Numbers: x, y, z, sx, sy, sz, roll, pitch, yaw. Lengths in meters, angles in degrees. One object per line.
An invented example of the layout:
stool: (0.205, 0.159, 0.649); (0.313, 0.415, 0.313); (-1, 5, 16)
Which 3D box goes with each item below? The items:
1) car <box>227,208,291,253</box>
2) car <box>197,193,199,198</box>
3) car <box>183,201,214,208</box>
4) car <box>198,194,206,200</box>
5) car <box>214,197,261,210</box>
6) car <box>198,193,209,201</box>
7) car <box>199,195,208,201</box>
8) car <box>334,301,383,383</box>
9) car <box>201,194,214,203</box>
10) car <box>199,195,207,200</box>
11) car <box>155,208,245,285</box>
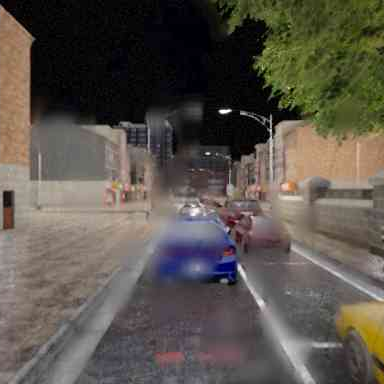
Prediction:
car: (2.644, 1.517, 13.096); (1.802, 1.307, 4.206); (1, 0, 0)
car: (2.640, 1.080, 66.724); (2.192, 1.841, 5.009); (1, 0, 0)
car: (0.098, 1.455, 19.290); (2.033, 1.411, 5.357); (0, 0, 0)
car: (2.635, 1.286, 88.474); (2.008, 1.369, 4.403); (0, 0, 0)
car: (2.647, 1.226, 18.544); (2.192, 1.841, 5.009); (1, 0, 0)
car: (2.639, 1.321, 61.287); (1.887, 1.381, 4.507); (1, 0, 0)
car: (2.636, 1.329, 77.599); (1.802, 1.307, 4.206); (0, 0, 0)
car: (2.647, 1.512, 2.367); (1.752, 1.417, 4.829); (1, 0, 0)
car: (2.641, 1.362, 44.975); (1.887, 1.381, 4.507); (1, 0, 0)
car: (2.636, 1.323, 83.037); (1.802, 1.307, 4.206); (0, 0, 0)
car: (0.098, 1.430, 9.352); (1.882, 1.535, 5.008); (0, 0, 0)
